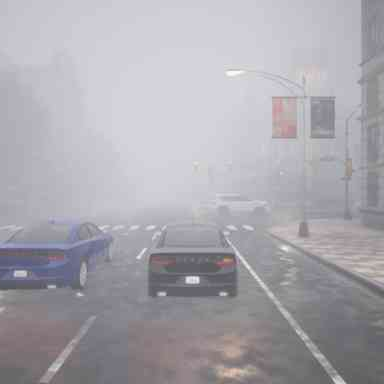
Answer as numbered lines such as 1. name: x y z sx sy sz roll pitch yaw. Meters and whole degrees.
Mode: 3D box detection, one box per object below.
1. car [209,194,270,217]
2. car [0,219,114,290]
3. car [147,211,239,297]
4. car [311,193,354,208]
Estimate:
1. car: 4.363 1.216 31.074 5.566 2.045 2.150 0 0 0
2. car: -3.485 1.476 9.095 1.882 1.535 5.008 0 0 -2
3. car: 0.011 1.476 8.627 1.882 1.535 5.008 0 0 0
4. car: 19.604 1.213 46.314 5.566 2.045 2.150 0 0 0
